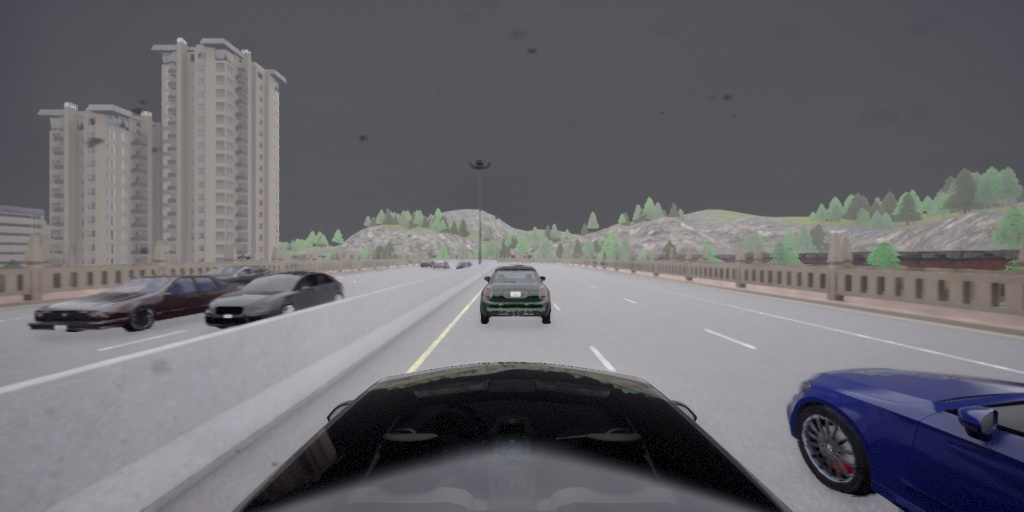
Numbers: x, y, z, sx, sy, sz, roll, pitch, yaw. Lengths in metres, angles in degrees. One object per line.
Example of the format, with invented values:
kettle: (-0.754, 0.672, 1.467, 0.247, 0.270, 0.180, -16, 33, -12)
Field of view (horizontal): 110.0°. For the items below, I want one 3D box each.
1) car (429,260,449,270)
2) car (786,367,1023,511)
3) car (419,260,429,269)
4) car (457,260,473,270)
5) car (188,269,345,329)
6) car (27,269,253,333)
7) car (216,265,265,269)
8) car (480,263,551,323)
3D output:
car: (-10.545, 1.321, 53.643, 1.812, 1.442, 4.674, 0, 0, 0)
car: (3.601, 1.276, 1.537, 1.812, 1.442, 4.674, 0, 0, 0)
car: (-14.013, 1.361, 60.277, 2.033, 1.411, 5.357, 0, 0, 1)
car: (-7.047, 1.360, 53.818, 1.994, 1.385, 4.181, 0, 0, 0)
car: (-7.096, 1.258, 11.386, 1.837, 1.490, 4.892, 0, 0, 0)
car: (-10.597, 1.300, 11.080, 2.033, 1.411, 5.357, 0, 0, 0)
car: (-14.095, 1.246, 18.200, 2.128, 1.511, 4.902, 0, 0, 0)
car: (0.104, 1.105, 12.288, 2.097, 1.767, 4.553, 0, 0, 0)
